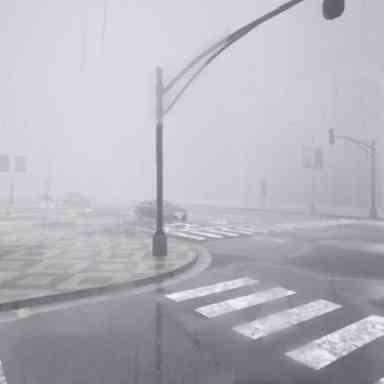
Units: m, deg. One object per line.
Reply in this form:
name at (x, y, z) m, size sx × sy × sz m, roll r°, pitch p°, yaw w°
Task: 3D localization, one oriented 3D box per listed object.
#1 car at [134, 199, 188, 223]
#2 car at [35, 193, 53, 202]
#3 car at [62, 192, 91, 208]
car at (-2.184, 1.235, 22.401) m, size 2.128 × 1.511 × 4.902 m, roll 0°, pitch 1°, yaw -36°
car at (-22.815, 0.741, 51.268) m, size 1.895 × 1.301 × 4.718 m, roll 0°, pitch 1°, yaw -36°
car at (-13.020, 0.834, 37.484) m, size 2.097 × 1.767 × 4.553 m, roll 0°, pitch 1°, yaw -36°
